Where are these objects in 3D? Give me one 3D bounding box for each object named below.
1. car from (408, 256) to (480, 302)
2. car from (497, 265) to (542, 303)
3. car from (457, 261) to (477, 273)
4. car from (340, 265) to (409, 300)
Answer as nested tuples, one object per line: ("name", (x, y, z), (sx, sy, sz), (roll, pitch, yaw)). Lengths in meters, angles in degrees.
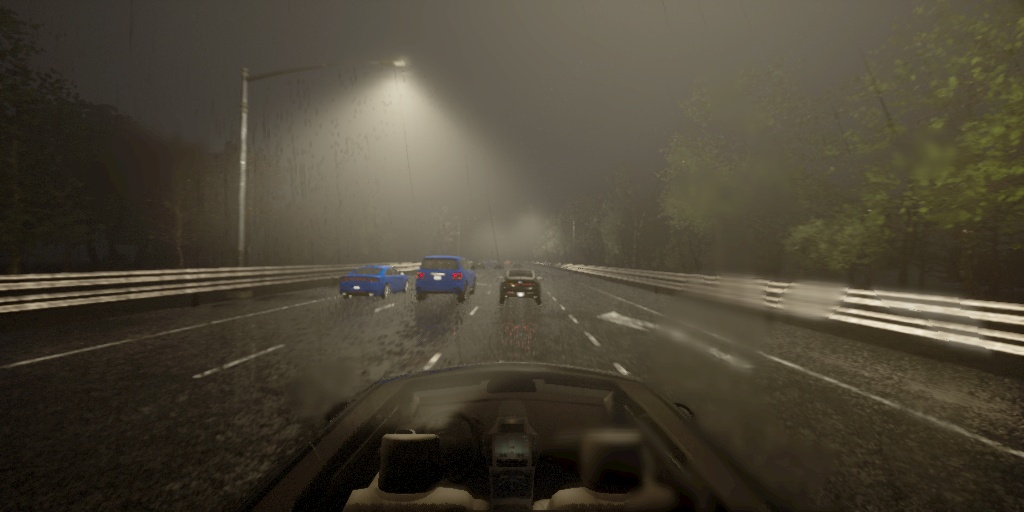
("car", (-3.085, 1.031, 17.703), (2.150, 2.045, 5.566), (1, 0, 1))
("car", (0.401, 1.383, 17.535), (1.837, 1.490, 4.892), (1, 0, 1))
("car", (-6.159, 1.529, 49.428), (2.128, 1.511, 4.902), (1, -1, 1))
("car", (-6.588, 1.218, 17.773), (1.882, 1.535, 5.008), (1, 0, 1))
